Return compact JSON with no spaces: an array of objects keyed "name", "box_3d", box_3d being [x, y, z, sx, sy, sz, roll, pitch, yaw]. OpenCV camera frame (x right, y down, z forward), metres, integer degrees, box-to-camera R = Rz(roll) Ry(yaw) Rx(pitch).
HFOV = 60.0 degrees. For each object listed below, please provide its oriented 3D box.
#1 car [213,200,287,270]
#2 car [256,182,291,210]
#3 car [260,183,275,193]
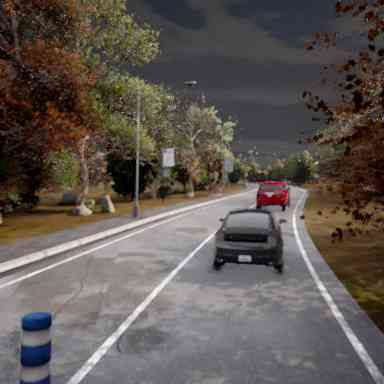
[{"name":"car","box_3d":[1.847,1.267,10.391,1.837,1.490,4.892,0,2,14]},{"name":"car","box_3d":[6.392,0.221,25.970,2.150,2.045,5.566,0,3,20]},{"name":"car","box_3d":[11.977,-0.676,52.292,1.895,1.301,4.718,0,3,18]}]
